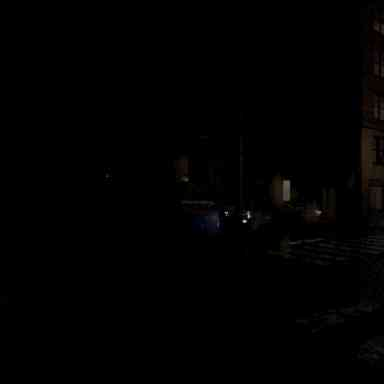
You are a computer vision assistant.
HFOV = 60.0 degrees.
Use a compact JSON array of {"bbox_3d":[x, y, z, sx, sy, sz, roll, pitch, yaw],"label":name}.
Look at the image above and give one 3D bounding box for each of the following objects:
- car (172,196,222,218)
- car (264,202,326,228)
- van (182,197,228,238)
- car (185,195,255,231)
[{"bbox_3d":[0.370,1.291,31.538,2.192,1.841,5.009,0,0,-35],"label":"car"},{"bbox_3d":[6.782,1.423,22.392,1.967,1.590,4.097,0,0,-35],"label":"car"},{"bbox_3d":[-0.189,1.340,17.483,1.690,1.788,3.998,0,0,-35],"label":"van"},{"bbox_3d":[1.321,1.215,20.172,2.150,2.045,5.566,0,0,-33],"label":"car"}]
